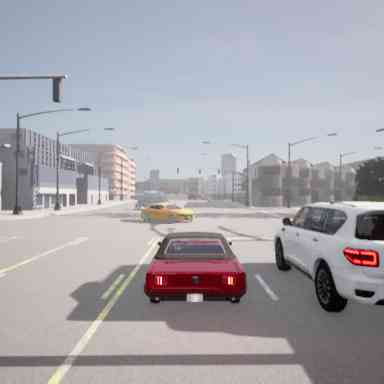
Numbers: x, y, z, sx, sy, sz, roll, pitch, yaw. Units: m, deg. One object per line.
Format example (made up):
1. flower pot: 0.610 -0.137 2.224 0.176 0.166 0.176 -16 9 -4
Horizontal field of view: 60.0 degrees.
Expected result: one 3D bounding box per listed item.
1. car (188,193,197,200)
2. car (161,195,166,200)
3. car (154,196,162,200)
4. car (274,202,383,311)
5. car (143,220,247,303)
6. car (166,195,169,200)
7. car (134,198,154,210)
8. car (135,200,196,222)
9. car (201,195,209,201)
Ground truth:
1. car: 0.020 1.340 88.843 2.150 2.045 5.566 0 -1 0
2. car: -6.984 1.785 69.434 1.812 1.442 4.674 0 1 0
3. car: -7.062 1.861 59.236 2.128 1.511 4.902 0 0 0
4. car: 3.565 1.230 7.875 2.150 2.045 5.566 0 0 0
5. car: 0.071 1.613 8.168 1.895 1.301 4.718 0 0 0
6. car: -6.981 1.460 82.839 2.097 1.767 4.553 0 0 0
7. car: -7.084 1.858 47.787 1.837 1.490 4.892 0 -1 0
8. car: -2.011 1.618 26.130 5.008 1.535 1.882 -1 0 44
9. car: 3.520 1.474 89.196 2.097 1.767 4.553 0 -1 0
